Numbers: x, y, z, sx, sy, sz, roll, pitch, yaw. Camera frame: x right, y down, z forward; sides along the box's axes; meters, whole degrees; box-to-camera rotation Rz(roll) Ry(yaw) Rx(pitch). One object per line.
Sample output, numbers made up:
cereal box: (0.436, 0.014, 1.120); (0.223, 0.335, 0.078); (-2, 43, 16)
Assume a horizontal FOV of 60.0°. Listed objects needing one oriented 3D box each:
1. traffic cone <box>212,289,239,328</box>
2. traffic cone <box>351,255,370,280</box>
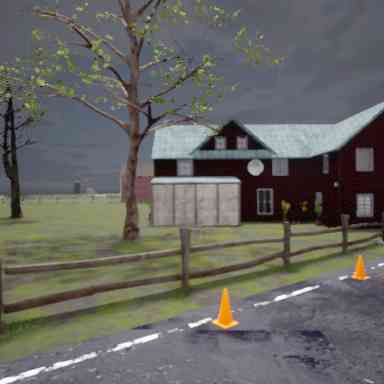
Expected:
traffic cone: (0.579, 1.963, 5.725); (0.340, 0.580, 0.340); (0, 0, -37)
traffic cone: (4.439, 1.960, 8.771); (0.340, 0.580, 0.340); (0, 0, -39)
